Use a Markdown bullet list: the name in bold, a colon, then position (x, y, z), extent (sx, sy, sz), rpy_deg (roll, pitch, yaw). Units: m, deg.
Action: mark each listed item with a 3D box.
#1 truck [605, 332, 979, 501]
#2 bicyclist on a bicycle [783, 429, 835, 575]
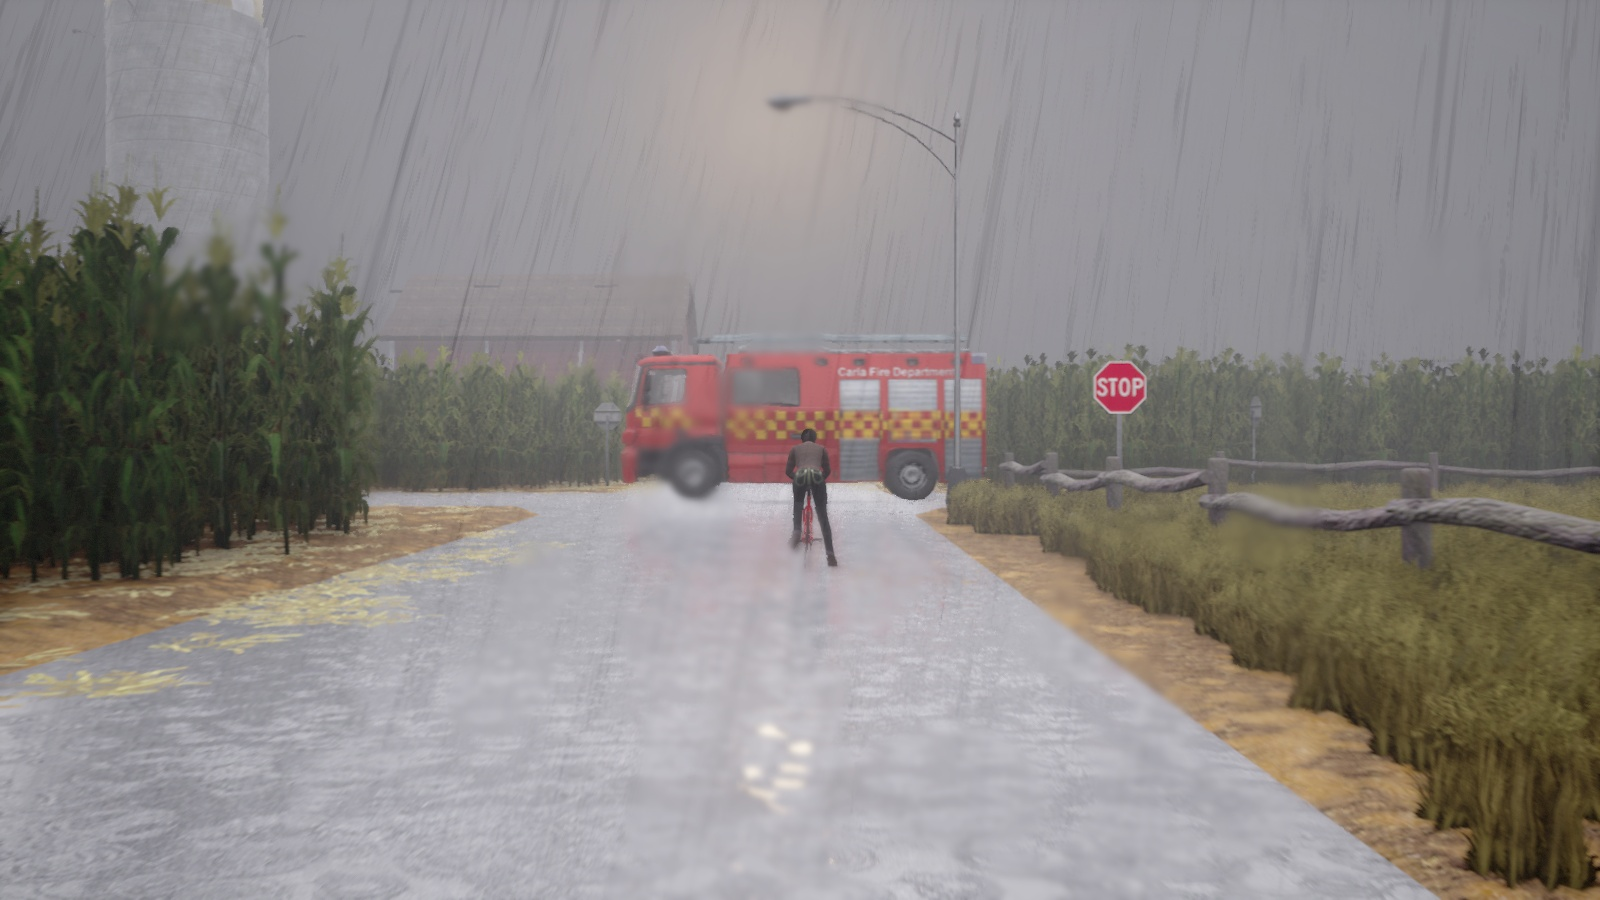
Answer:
- **truck**: position (-0.177, -0.780, 29.927), extent (8.468, 3.827, 2.891), rpy_deg (0, 1, 1)
- **bicyclist on a bicycle**: position (0.103, 0.572, 14.758), extent (0.582, 1.620, 1.656), rpy_deg (0, 1, 0)
